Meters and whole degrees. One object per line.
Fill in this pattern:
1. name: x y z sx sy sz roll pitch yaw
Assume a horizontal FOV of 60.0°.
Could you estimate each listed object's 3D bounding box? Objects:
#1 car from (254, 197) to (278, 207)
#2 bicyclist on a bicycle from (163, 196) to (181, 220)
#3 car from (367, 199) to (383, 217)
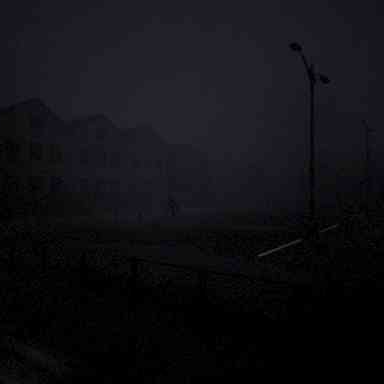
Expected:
1. car: 10.442 1.356 46.685 2.033 1.411 5.357 0 0 32
2. bicyclist on a bicycle: -1.393 1.109 23.058 1.656 1.620 0.582 0 0 35
3. car: 15.429 1.298 26.810 2.007 1.523 4.514 0 0 35
